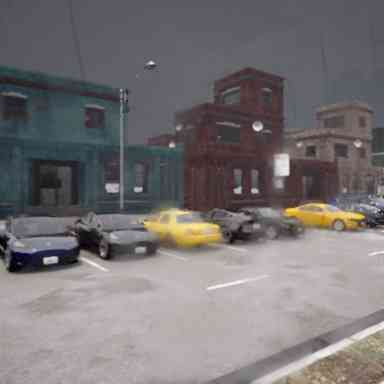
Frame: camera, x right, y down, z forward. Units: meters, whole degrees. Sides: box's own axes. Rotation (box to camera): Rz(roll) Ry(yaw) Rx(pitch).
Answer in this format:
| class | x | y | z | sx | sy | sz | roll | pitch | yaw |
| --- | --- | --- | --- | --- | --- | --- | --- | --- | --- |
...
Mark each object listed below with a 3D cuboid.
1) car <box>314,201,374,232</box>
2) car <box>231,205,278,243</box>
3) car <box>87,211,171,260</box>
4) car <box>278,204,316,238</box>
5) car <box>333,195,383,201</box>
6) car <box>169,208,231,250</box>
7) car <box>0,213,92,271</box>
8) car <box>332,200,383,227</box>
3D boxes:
| class | x | y | z | sx | sy | sz | roll | pitch | yaw |
| --- | --- | --- | --- | --- | --- | --- | --- | --- | --- |
| car | 8.240 | 1.515 | 20.942 | 2.097 | 1.535 | 5.008 | 0 | 0 | -35 |
| car | 1.433 | 1.526 | 16.140 | 2.163 | 1.488 | 4.792 | 0 | 0 | -35 |
| car | -3.070 | 1.515 | 12.882 | 2.163 | 1.488 | 4.792 | 0 | 0 | -35 |
| car | 3.614 | 1.503 | 17.655 | 2.097 | 1.535 | 5.008 | 0 | 0 | -35 |
| car | 12.788 | 1.274 | 24.140 | 2.435 | 2.045 | 5.566 | 0 | 0 | -35 |
| car | -0.925 | 1.488 | 14.663 | 1.946 | 1.575 | 5.366 | 0 | 0 | -35 |
| car | -5.338 | 1.509 | 11.277 | 2.163 | 1.488 | 4.792 | 0 | 0 | -35 |
| car | 10.511 | 1.521 | 22.545 | 2.231 | 1.521 | 4.892 | 0 | 0 | -35 |
